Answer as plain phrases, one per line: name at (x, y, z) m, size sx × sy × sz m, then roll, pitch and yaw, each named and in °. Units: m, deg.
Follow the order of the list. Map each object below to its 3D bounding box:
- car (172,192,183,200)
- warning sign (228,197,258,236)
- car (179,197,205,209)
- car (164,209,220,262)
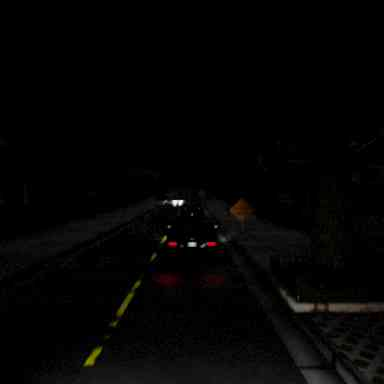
car at (-2.729, 0.798, 64.546) m, size 2.128 × 1.511 × 4.902 m, roll 0°, pitch 2°, yaw 1°
warning sign at (2.513, 1.182, 16.624) m, size 1.300 × 1.860 × 1.060 m, roll -1°, pitch -1°, yaw 0°
car at (0.041, 1.504, 28.442) m, size 2.128 × 1.511 × 4.902 m, roll 0°, pitch 1°, yaw 1°
car at (0.017, 1.618, 12.482) m, size 2.033 × 1.411 × 5.357 m, roll 0°, pitch 0°, yaw 0°
